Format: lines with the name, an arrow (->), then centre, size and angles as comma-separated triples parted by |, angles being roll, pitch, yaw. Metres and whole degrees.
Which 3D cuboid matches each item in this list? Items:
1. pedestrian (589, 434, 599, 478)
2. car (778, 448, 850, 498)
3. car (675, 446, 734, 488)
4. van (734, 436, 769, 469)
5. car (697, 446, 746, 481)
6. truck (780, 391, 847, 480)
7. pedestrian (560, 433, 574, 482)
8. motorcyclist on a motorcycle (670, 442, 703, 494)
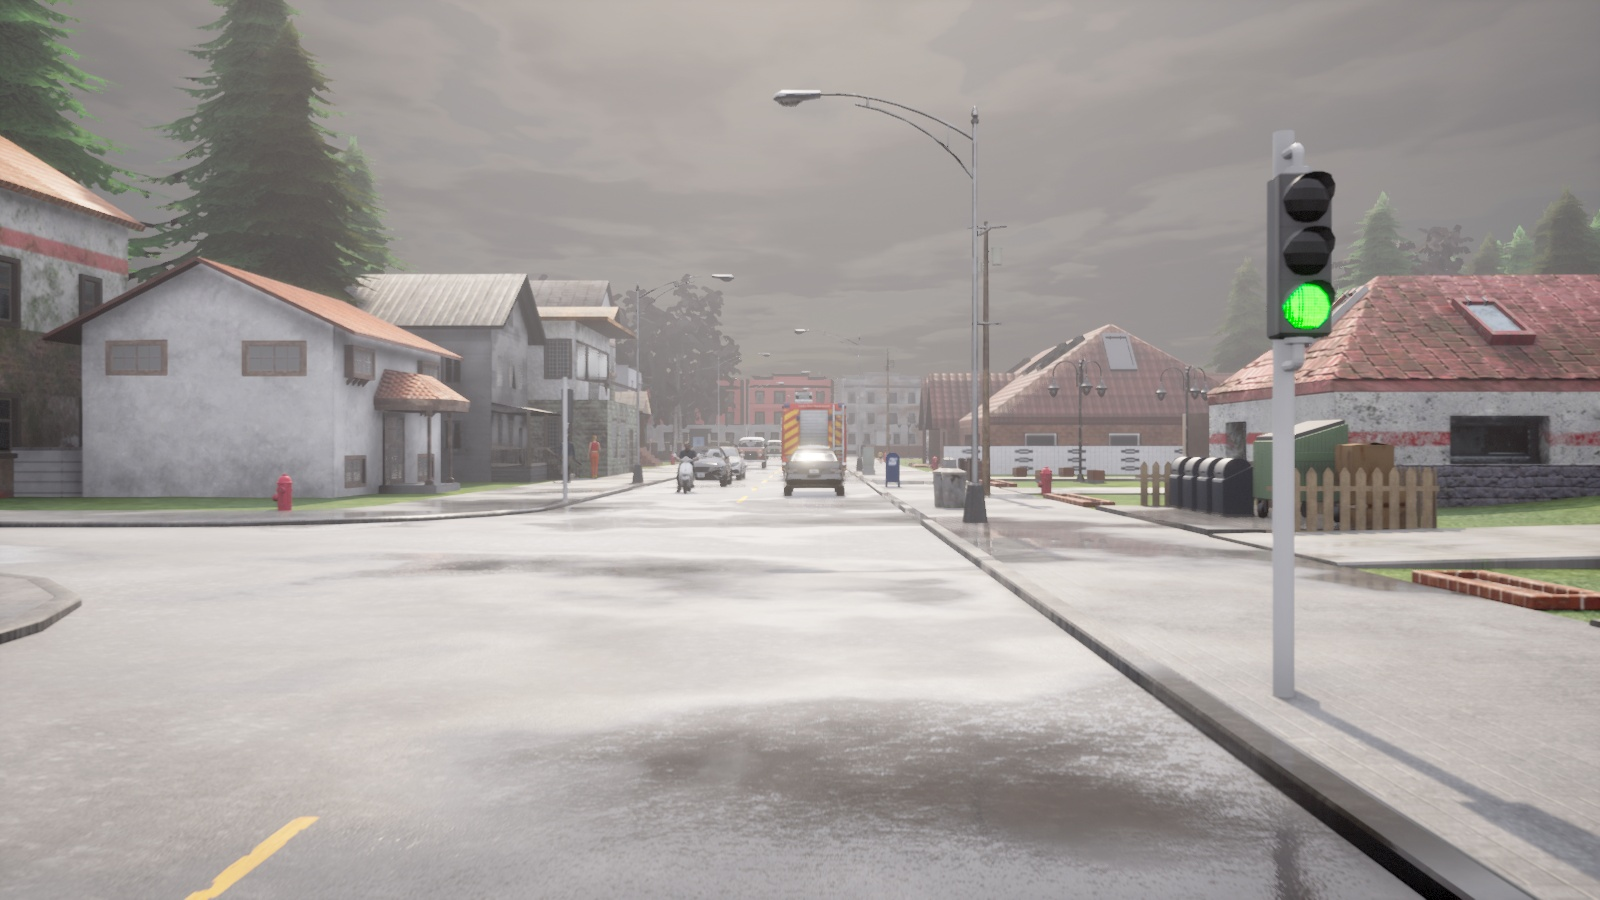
pedestrian -> -8.625, 0.249, 52.581 | 0.345, 1.836, 0.594 | 0, 0, -7
car -> 0.424, 0.648, 38.365 | 2.033, 1.411, 5.357 | 0, 0, 1
car -> -3.491, 0.581, 46.399 | 1.816, 1.474, 4.193 | 0, 0, 1
van -> -3.115, 0.158, 81.385 | 2.069, 2.038, 4.480 | 0, 0, 1
car -> -3.398, 0.560, 55.151 | 1.812, 1.442, 4.674 | 0, 0, 1
truck -> 0.642, -0.640, 58.669 | 2.891, 3.827, 8.468 | 0, 0, 1
pedestrian -> -8.730, 0.270, 47.054 | 0.370, 1.835, 0.726 | 0, 0, -1
motorcyclist on a motorcycle -> -3.570, 0.546, 39.688 | 0.866, 1.590, 1.817 | 0, 0, 0
